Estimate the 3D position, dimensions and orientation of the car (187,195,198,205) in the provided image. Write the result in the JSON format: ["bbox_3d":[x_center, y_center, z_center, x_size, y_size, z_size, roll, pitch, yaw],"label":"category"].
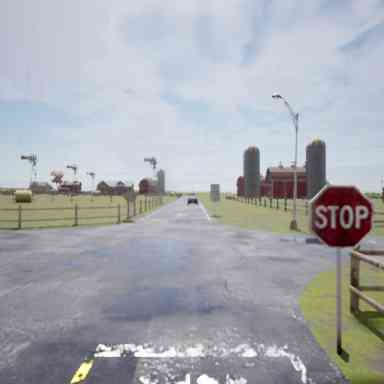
[{"bbox_3d":[0.144,1.503,60.818,1.882,1.535,5.008,0,0,0],"label":"car"}]

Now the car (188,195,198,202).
[{"bbox_3d":[0.170,1.416,71.241,1.994,1.385,4.181,0,0,0],"label":"car"}]
